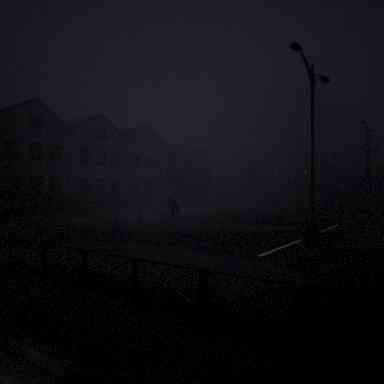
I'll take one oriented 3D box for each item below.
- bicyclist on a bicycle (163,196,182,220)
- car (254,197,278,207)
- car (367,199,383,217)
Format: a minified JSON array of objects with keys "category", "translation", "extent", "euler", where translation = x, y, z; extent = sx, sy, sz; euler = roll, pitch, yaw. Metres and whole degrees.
[{"category":"bicyclist on a bicycle","translation":[-1.377,1.109,23.046],"extent":[1.656,1.620,0.582],"euler":[0,0,35]},{"category":"car","translation":[10.458,1.356,46.673],"extent":[2.033,1.411,5.357],"euler":[0,0,32]},{"category":"car","translation":[15.445,1.298,26.799],"extent":[2.007,1.523,4.514],"euler":[0,0,35]}]
